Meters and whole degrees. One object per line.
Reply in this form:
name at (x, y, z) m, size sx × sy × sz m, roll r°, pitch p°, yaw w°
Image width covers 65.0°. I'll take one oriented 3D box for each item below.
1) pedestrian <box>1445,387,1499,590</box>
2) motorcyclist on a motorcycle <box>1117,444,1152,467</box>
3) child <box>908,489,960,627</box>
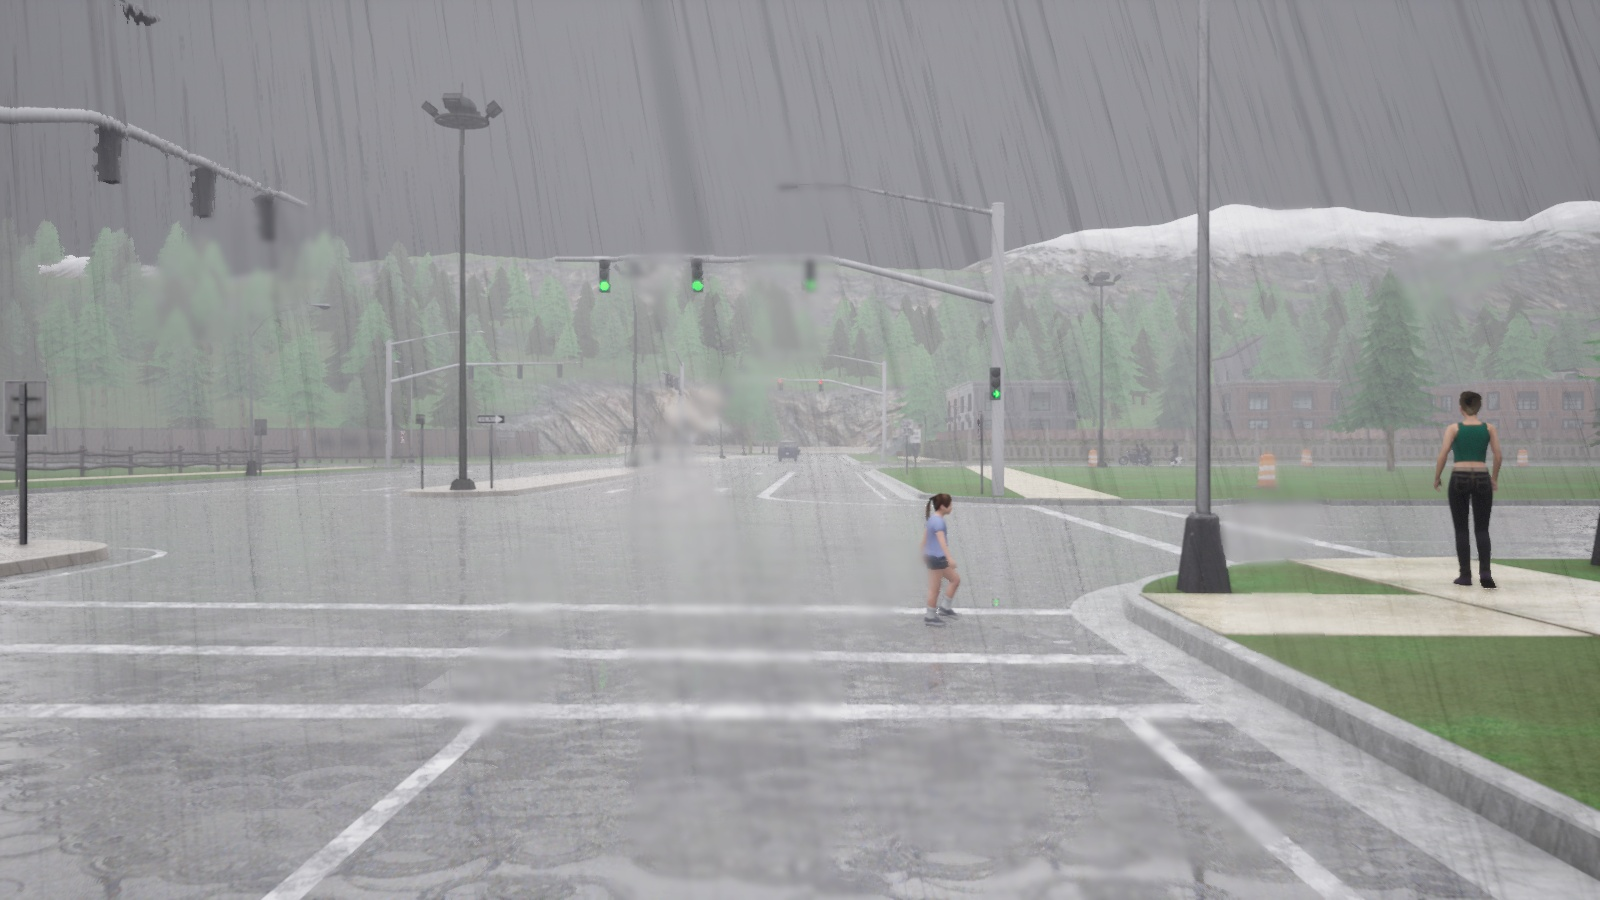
pedestrian at (6.248, 0.349, 11.684) m, size 0.345 × 1.836 × 0.594 m, roll 0°, pitch 0°, yaw 18°
motorcyclist on a motorcycle at (24.731, 0.388, 92.847) m, size 2.350 × 1.649 × 0.766 m, roll 0°, pitch 0°, yaw 1°
child at (1.101, 0.880, 10.331) m, size 0.394 × 1.110 × 0.255 m, roll 0°, pitch 0°, yaw -3°
